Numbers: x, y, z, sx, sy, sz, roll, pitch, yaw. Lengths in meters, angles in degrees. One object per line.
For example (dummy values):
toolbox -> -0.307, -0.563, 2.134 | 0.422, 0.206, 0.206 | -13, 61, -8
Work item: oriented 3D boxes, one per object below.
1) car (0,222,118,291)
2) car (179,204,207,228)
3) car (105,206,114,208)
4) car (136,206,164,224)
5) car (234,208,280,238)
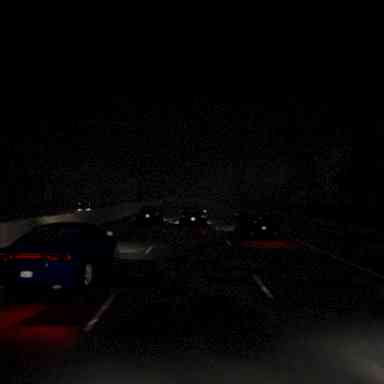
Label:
car -> -3.413, 1.570, 9.342 | 1.882, 1.535, 5.008 | 0, -1, 0
car -> 0.070, 1.800, 24.254 | 1.994, 1.385, 4.181 | 0, -1, 0
car -> -14.105, 2.100, 56.711 | 2.033, 1.411, 5.357 | 0, -1, 1
car -> -3.430, 1.833, 27.619 | 1.994, 1.385, 4.181 | 0, -1, 0
car -> 3.580, 1.662, 19.029 | 1.882, 1.535, 5.008 | 0, -1, 0
